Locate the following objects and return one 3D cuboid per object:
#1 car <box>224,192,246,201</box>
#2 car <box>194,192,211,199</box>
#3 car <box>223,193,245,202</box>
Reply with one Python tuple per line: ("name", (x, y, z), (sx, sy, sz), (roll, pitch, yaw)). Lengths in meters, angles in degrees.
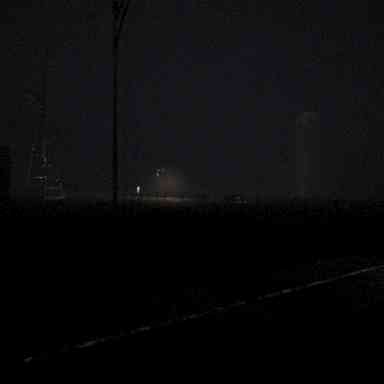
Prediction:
("car", (8.849, 0.918, 68.674), (2.097, 1.767, 4.553), (0, 1, -36))
("car", (2.460, 0.674, 77.473), (2.097, 1.767, 4.553), (0, 1, -36))
("car", (8.166, 1.108, 64.818), (1.837, 1.490, 4.892), (0, 1, -35))
